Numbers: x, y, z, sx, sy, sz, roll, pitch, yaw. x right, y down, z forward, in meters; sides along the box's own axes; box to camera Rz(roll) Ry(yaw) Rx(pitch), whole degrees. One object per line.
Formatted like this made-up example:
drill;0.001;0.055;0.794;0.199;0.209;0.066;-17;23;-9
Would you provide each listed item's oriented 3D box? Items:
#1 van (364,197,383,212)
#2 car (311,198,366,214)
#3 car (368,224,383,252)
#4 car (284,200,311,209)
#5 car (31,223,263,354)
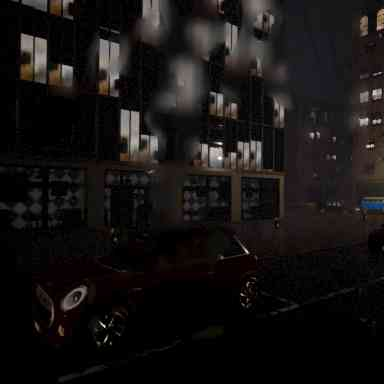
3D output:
van;22.128;1.524;39.601;1.690;1.788;3.998;0;-1;-35
car;15.243;1.620;34.821;2.008;1.369;4.403;0;-1;-35
car;8.406;1.567;12.545;4.313;1.339;1.947;0;1;-35
car;15.697;1.787;48.854;1.752;1.417;4.829;0;-1;-35
car;-0.669;1.441;6.068;4.097;1.590;1.967;0;1;-35
